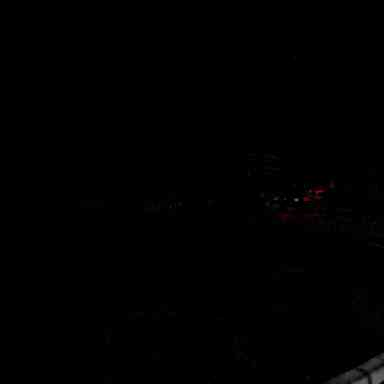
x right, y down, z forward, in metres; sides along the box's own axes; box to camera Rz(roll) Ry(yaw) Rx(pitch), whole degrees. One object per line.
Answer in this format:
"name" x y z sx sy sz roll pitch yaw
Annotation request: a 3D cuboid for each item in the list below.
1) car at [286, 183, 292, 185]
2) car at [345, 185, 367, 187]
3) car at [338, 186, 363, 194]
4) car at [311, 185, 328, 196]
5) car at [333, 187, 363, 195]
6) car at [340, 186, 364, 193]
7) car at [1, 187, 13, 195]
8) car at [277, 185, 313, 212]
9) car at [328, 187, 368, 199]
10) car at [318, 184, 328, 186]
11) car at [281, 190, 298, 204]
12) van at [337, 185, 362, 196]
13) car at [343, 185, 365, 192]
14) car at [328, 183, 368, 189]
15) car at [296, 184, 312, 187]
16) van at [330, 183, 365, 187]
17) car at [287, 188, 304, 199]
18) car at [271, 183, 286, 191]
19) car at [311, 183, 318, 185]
"car" 23.770 -1.151 87.412 2.163 1.488 4.792 2 3 31
"car" 25.436 0.178 54.151 4.553 1.767 2.185 2 3 25
"car" 35.029 -0.411 73.660 4.792 1.488 2.163 2 3 29
"car" 24.055 -0.047 62.581 1.837 1.490 4.892 2 3 26
"car" 32.331 -0.254 68.911 5.366 1.575 1.946 2 3 28
"car" 37.708 -0.638 78.413 4.892 1.521 2.231 2 3 30
"car" -35.577 -0.107 64.681 1.882 1.535 5.008 1 0 3
"car" 9.511 0.702 31.183 2.150 2.045 5.566 2 2 12
"car" 24.234 0.390 51.678 4.892 1.521 2.231 2 3 25
"car" 28.672 -0.483 71.854 1.994 1.385 4.181 2 3 28
"car" 12.902 0.562 43.797 1.837 1.490 4.892 2 3 19
"van" 31.358 -0.371 66.332 4.442 1.987 1.878 2 3 27
"car" 40.509 -0.817 83.246 4.792 1.488 2.163 2 3 31
"car" 27.760 -0.125 59.131 5.566 2.045 2.435 2 3 25
"car" 21.243 -0.154 63.653 1.882 1.535 5.008 2 3 26
"van" 26.471 -0.015 56.705 4.442 1.987 1.878 2 3 25
"car" 16.914 0.182 54.149 1.882 1.535 5.008 2 3 25
"car" 21.060 -0.988 82.636 2.097 1.535 5.008 2 3 29
"car" 25.617 -0.632 72.483 1.837 1.490 4.892 2 3 28
